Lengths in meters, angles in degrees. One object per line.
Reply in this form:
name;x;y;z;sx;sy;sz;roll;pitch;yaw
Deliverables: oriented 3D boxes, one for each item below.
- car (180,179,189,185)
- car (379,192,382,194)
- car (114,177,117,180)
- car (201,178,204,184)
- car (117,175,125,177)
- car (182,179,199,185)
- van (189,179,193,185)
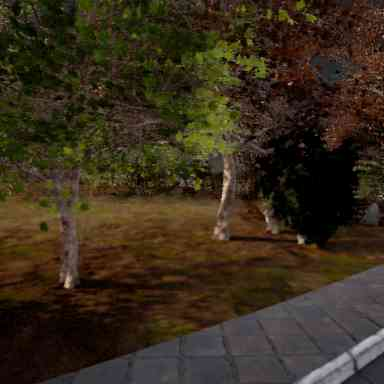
car;-0.110;-2.181;77.355;2.163;1.488;4.792;5;3;39
car;36.064;0.204;65.055;2.185;1.767;4.553;5;3;39
car;-19.502;-3.784;93.029;2.097;1.535;5.008;5;3;39
car;4.240;-1.831;73.921;2.163;1.488;4.792;5;3;39
car;-17.355;-3.735;91.264;2.185;1.767;4.553;5;3;39
car;-0.431;-2.833;94.449;2.097;1.535;5.008;5;3;39
van;2.151;-2.260;75.719;1.878;1.987;4.442;5;3;39
